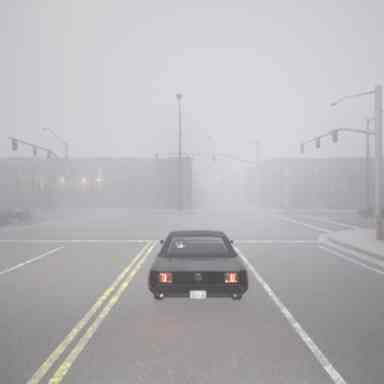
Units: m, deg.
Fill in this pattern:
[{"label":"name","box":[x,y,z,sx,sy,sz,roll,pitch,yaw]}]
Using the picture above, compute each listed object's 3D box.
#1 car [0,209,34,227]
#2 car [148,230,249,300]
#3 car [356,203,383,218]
[{"label":"car","box":[-16.309,2.356,28.652,5.008,1.535,1.882,-12,0,0]},{"label":"car","box":[0.121,1.597,8.334,1.895,1.301,4.718,0,0,0]},{"label":"car","box":[16.893,1.589,28.749,4.718,1.301,1.895,0,0,0]}]
